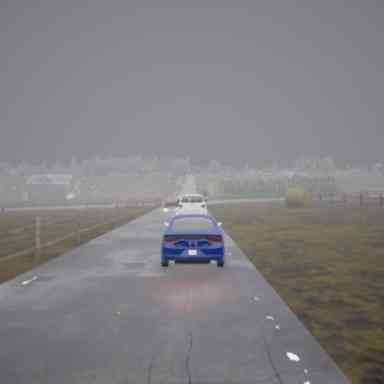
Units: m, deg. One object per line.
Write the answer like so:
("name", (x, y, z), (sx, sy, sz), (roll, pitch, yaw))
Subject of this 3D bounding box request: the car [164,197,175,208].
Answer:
("car", (-2.792, 1.413, 46.374), (1.882, 1.535, 5.008), (0, 0, 1))

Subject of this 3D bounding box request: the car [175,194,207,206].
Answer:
("car", (0.040, 1.200, 26.623), (2.150, 2.045, 5.566), (0, 0, 1))

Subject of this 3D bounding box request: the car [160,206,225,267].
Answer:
("car", (0.036, 1.473, 11.434), (1.882, 1.535, 5.008), (0, 0, 0))
